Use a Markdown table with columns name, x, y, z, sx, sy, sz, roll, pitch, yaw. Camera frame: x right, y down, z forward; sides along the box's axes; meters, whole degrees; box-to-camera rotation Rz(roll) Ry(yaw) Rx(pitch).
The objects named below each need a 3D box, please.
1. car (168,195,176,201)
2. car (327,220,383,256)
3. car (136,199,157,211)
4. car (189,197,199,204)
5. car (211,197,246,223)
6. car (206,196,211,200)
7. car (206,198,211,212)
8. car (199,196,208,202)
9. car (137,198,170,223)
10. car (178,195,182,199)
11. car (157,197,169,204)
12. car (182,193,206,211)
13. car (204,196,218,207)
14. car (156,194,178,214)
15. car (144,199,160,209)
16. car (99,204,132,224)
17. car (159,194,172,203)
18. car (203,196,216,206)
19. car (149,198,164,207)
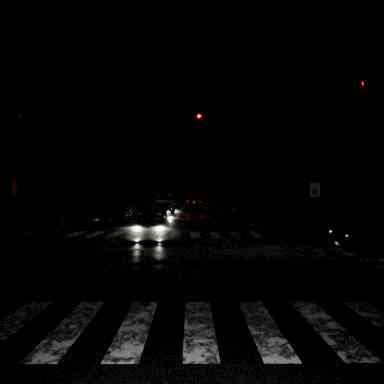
| name | x | y | z | sx | sy | sz | roll | pitch | yaw |
| --- | --- | --- | --- | --- | --- | --- | --- | --- | --- |
| car | -5.412 | 1.533 | 90.701 | 1.967 | 1.590 | 4.097 | 0 | 0 | 0 |
| car | 7.994 | 1.786 | 13.274 | 4.718 | 1.301 | 1.895 | 1 | 0 | 0 |
| car | -5.604 | 1.579 | 41.587 | 2.008 | 1.369 | 4.403 | 0 | 0 | 0 |
| car | 0.356 | 1.621 | 66.332 | 1.994 | 1.385 | 4.181 | 0 | 0 | 0 |
| car | 2.857 | 1.326 | 25.193 | 2.192 | 1.841 | 5.009 | 0 | 0 | 0 |
| car | 2.921 | 1.579 | 41.561 | 2.008 | 1.369 | 4.403 | 0 | 0 | 0 |
| car | 2.900 | 1.588 | 36.105 | 1.947 | 1.339 | 4.313 | 0 | 0 | 0 |
| car | 2.647 | 1.573 | 75.849 | 1.837 | 1.490 | 4.892 | 0 | 0 | 0 |
| car | -3.004 | 1.489 | 25.620 | 1.882 | 1.535 | 5.008 | 0 | 0 | 0 |
| car | -2.913 | 1.525 | 46.131 | 2.128 | 1.511 | 4.902 | 0 | 0 | 0 |
| car | -5.519 | 1.635 | 63.416 | 1.802 | 1.307 | 4.206 | 0 | 0 | 0 |
| car | 0.256 | 1.248 | 40.495 | 2.150 | 2.045 | 5.566 | 0 | 0 | 0 |
| car | 2.964 | 1.481 | 52.475 | 1.967 | 1.590 | 4.097 | 0 | 0 | 0 |
| car | -2.963 | 1.243 | 35.687 | 2.150 | 2.045 | 5.566 | 0 | 0 | 0 |
| car | -5.583 | 1.616 | 47.044 | 1.802 | 1.307 | 4.206 | 0 | 0 | 0 |
| car | -5.668 | 1.576 | 25.217 | 1.947 | 1.339 | 4.313 | 0 | 0 | 0 |
| car | -5.497 | 1.375 | 68.873 | 2.192 | 1.841 | 5.009 | 0 | 0 | 0 |
| car | 2.985 | 1.487 | 57.931 | 1.967 | 1.590 | 4.097 | 0 | 0 | 0 |
| car | -5.561 | 1.623 | 52.501 | 1.802 | 1.307 | 4.206 | 0 | 0 | 0 |
